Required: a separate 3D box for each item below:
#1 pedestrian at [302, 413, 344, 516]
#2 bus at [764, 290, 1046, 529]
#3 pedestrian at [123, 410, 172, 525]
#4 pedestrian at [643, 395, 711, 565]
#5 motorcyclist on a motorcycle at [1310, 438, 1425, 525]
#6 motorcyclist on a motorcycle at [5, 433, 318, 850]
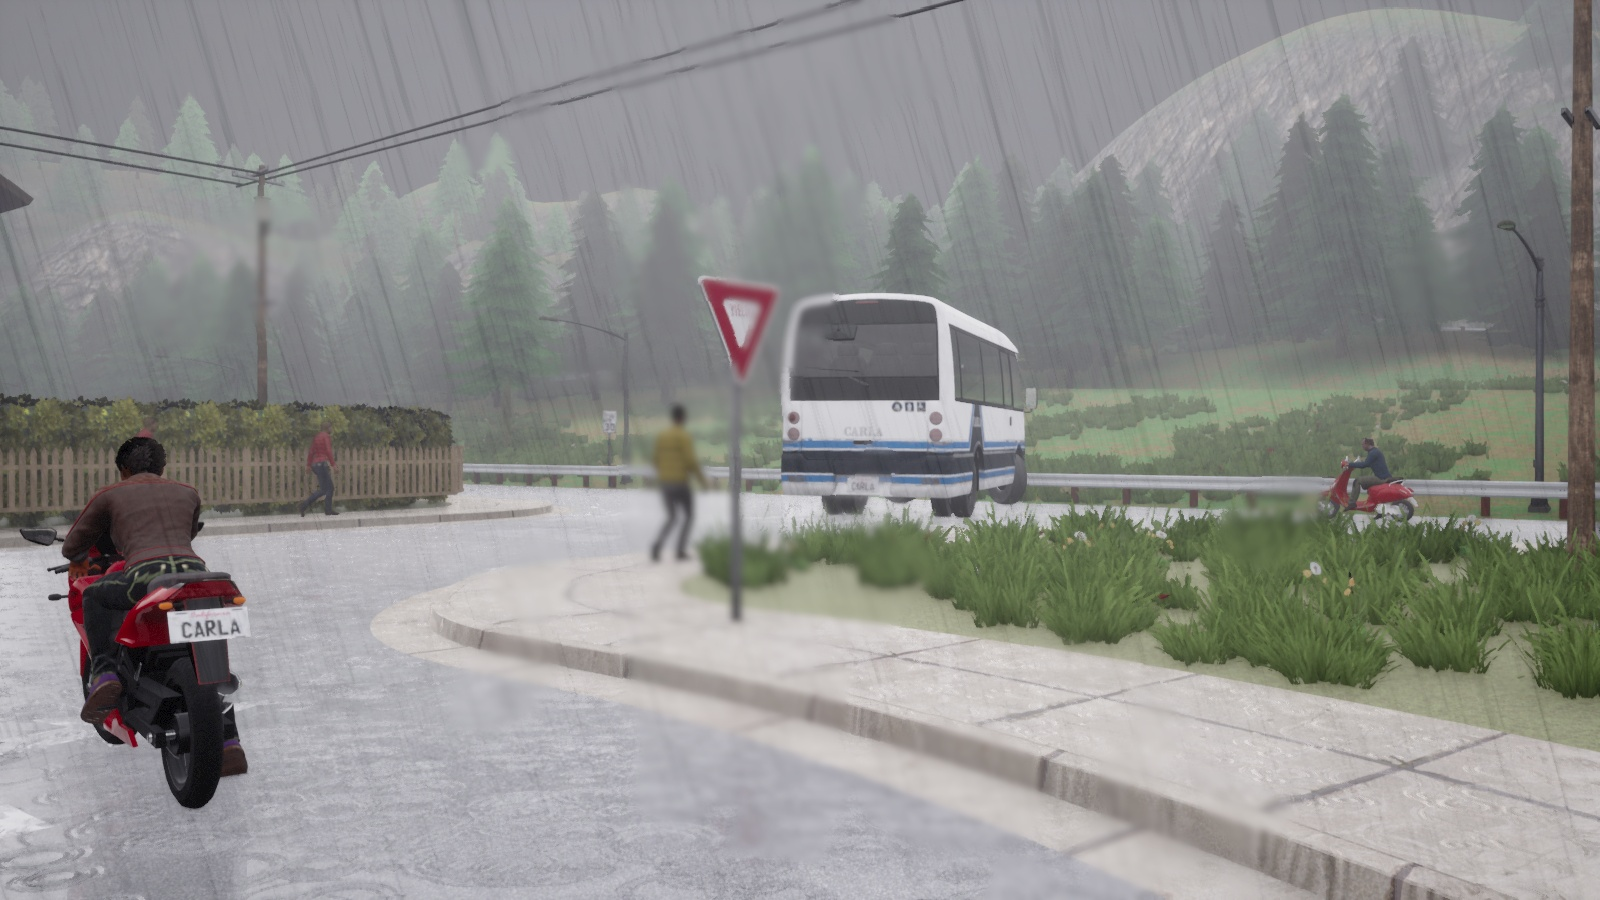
[{"bbox_3d":[-8.695,0.265,22.898,0.636,1.846,0.331,0,0,-44],"label":"pedestrian"},{"bbox_3d":[2.806,-0.782,27.911,3.944,4.253,10.273,1,1,18],"label":"bus"},{"bbox_3d":[-10.673,0.277,20.543,0.636,1.846,0.331,0,0,-44],"label":"pedestrian"},{"bbox_3d":[-1.364,0.321,14.013,0.431,1.840,0.709,0,0,28],"label":"pedestrian"},{"bbox_3d":[10.782,0.574,23.878,1.817,1.590,0.866,0,0,39],"label":"motorcyclist on a motorcycle"},{"bbox_3d":[-2.926,0.694,5.626,0.797,1.523,2.044,0,0,-40],"label":"motorcyclist on a motorcycle"}]
